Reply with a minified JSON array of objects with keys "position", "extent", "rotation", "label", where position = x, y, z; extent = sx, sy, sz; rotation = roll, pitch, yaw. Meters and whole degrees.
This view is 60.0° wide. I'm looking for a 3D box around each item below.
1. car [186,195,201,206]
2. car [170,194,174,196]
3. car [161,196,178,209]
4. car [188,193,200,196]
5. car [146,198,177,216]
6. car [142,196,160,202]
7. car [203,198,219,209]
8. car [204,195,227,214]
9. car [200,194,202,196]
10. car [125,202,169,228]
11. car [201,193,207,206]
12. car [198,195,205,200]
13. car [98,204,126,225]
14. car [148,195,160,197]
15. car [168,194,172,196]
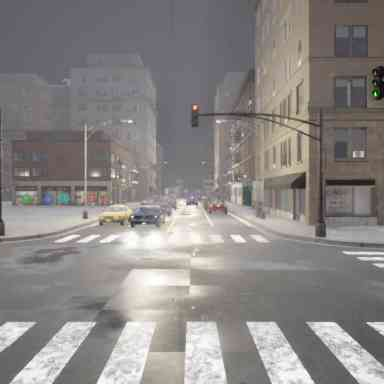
[{"position":[-0.003,1.604,53.814],"extent":[1.895,1.301,4.718],"rotation":[0,0,0],"label":"car"},{"position":[-5.392,1.530,69.124],"extent":[1.752,1.417,4.829],"rotation":[0,0,0],"label":"car"},{"position":[-2.844,1.528,42.098],"extent":[1.812,1.442,4.674],"rotation":[0,0,0],"label":"car"},{"position":[-0.004,1.225,64.116],"extent":[2.150,2.045,5.566],"rotation":[0,0,0],"label":"car"},{"position":[-2.857,1.548,32.257],"extent":[2.033,1.411,5.357],"rotation":[0,0,0],"label":"car"},{"position":[-5.390,1.553,40.984],"extent":[2.008,1.369,4.403],"rotation":[0,0,0],"label":"car"},{"position":[2.635,1.568,46.647],"extent":[1.947,1.339,4.313],"rotation":[0,0,0],"label":"car"},{"position":[2.635,1.441,35.322],"extent":[1.967,1.590,4.097],"rotation":[0,0,0],"label":"car"},{"position":[2.633,1.555,69.294],"extent":[2.008,1.369,4.403],"rotation":[0,0,0],"label":"car"},{"position":[-2.883,1.601,22.520],"extent":[1.895,1.301,4.718],"rotation":[0,0,1],"label":"car"},{"position":[2.635,1.317,40.985],"extent":[2.192,1.841,5.009],"rotation":[0,0,0],"label":"car"},{"position":[2.632,1.575,91.942],"extent":[1.947,1.339,4.313],"rotation":[0,0,0],"label":"car"},{"position":[-5.389,1.526,23.829],"extent":[1.752,1.417,4.829],"rotation":[0,0,0],"label":"car"},{"position":[-5.390,1.317,46.647],"extent":[2.192,1.841,5.009],"rotation":[0,0,0],"label":"car"},{"position":[-5.391,1.586,63.632],"extent":[1.802,1.307,4.206],"rotation":[0,0,0],"label":"car"}]
